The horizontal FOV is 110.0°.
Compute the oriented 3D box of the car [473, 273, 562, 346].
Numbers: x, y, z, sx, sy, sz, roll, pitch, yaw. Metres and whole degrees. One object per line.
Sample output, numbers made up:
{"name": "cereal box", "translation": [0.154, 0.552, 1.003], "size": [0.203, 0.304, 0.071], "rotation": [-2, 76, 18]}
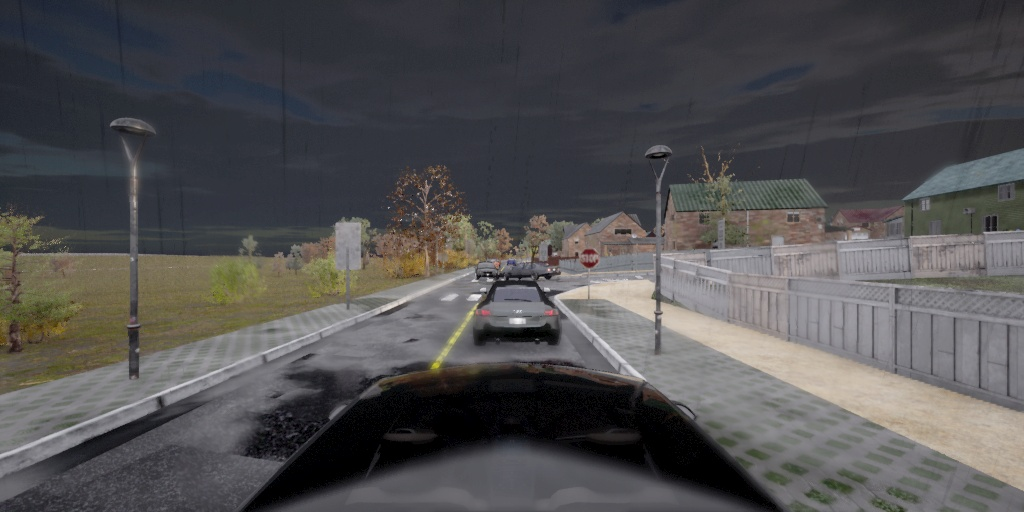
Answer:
{"name": "car", "translation": [0.091, 1.313, 9.414], "size": [1.994, 1.385, 4.181], "rotation": [0, 0, -1]}

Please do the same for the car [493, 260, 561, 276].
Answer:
{"name": "car", "translation": [1.297, 1.198, 28.430], "size": [5.357, 1.411, 2.033], "rotation": [-4, -3, 43]}

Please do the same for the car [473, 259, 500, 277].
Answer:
{"name": "car", "translation": [-2.294, 1.258, 31.336], "size": [1.837, 1.490, 4.892], "rotation": [0, 0, -8]}

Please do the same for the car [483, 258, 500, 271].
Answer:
{"name": "car", "translation": [-2.920, 1.121, 51.154], "size": [2.097, 1.767, 4.553], "rotation": [0, 0, 1]}

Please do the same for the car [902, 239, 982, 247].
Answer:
{"name": "car", "translation": [23.860, -0.209, 20.418], "size": [4.902, 1.511, 2.128], "rotation": [-3, 0, 14]}

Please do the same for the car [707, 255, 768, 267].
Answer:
{"name": "car", "translation": [14.356, 0.413, 22.826], "size": [4.181, 1.385, 1.994], "rotation": [-3, 0, 16]}
